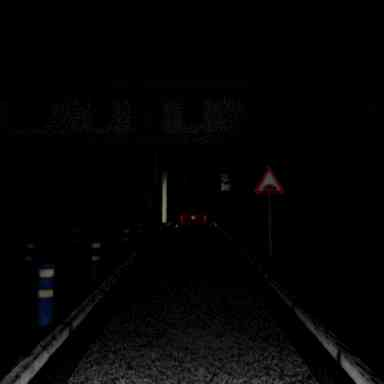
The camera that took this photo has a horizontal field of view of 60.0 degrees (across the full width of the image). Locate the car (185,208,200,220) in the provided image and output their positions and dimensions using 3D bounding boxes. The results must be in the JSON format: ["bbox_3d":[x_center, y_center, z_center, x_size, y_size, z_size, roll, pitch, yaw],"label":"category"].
[{"bbox_3d":[0.079,2.809,42.839,1.882,1.535,5.008,0,-3,0],"label":"car"}]

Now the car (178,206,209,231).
[{"bbox_3d":[0.089,1.820,24.364,2.097,1.767,4.553,0,-3,0],"label":"car"}]
